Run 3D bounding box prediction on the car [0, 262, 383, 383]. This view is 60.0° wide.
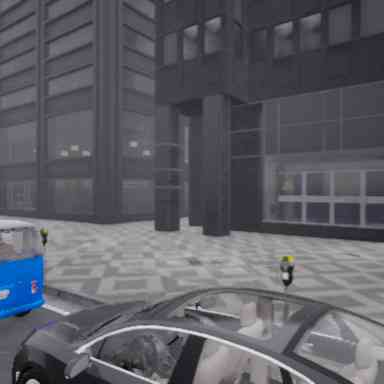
[{"bbox_3d":[0.172,1.549,2.838,4.403,1.369,2.008,0,0,35],"label":"car"}]

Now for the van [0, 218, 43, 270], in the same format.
[{"bbox_3d":[-4.417,1.330,6.111,3.998,1.788,1.690,0,0,35],"label":"van"}]
